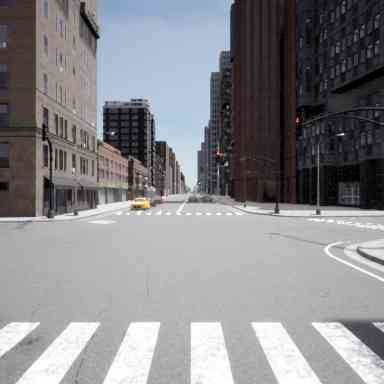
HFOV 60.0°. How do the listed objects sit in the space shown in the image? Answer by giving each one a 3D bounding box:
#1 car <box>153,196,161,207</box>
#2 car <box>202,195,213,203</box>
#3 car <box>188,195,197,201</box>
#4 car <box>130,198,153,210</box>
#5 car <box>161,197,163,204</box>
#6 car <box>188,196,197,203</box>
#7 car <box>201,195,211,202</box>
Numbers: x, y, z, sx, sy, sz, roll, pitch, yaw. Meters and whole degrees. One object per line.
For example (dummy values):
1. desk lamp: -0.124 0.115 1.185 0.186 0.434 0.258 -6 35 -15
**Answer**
1. car: -6.501 1.574 51.423 1.994 1.385 4.181 0 0 1
2. car: 3.364 1.533 70.943 2.128 1.511 4.902 0 0 0
3. car: 0.132 1.558 82.109 1.994 1.385 4.181 0 0 0
4. car: -6.530 1.486 42.173 1.882 1.535 5.008 0 0 0
5. car: -6.464 1.488 61.844 1.882 1.535 5.008 0 0 0
6. car: 0.139 1.527 71.795 2.128 1.511 4.902 0 0 0
7. car: 3.380 1.500 81.363 2.128 1.511 4.902 0 0 0
